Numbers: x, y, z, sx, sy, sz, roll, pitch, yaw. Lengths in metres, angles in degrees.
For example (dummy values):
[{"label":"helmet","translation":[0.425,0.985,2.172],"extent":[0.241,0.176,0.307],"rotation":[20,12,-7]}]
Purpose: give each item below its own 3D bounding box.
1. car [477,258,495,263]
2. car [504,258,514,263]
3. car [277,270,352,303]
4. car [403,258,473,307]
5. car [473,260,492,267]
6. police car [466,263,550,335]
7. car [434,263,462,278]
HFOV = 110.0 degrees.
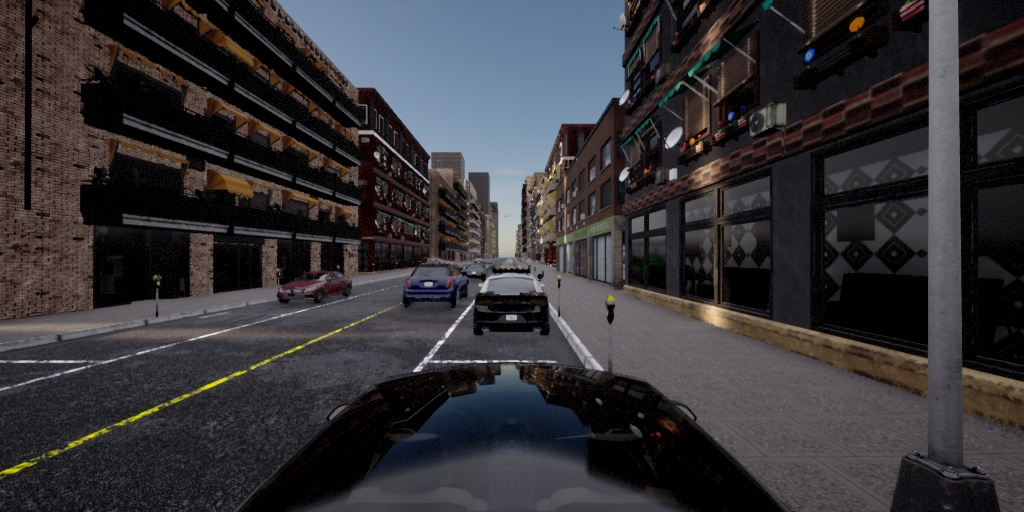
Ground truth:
[{"label":"car","translation":[-3.052,1.240,47.756],"extent":[2.128,1.511,4.902],"rotation":[0,0,0]},{"label":"car","translation":[-0.456,1.275,39.173],"extent":[1.751,1.417,4.829],"rotation":[0,0,0]},{"label":"car","translation":[-8.837,1.333,16.462],"extent":[1.802,1.307,4.207],"rotation":[0,0,0]},{"label":"car","translation":[-3.146,1.102,15.633],"extent":[2.097,1.767,4.553],"rotation":[0,0,0]},{"label":"car","translation":[-3.056,1.315,30.771],"extent":[1.994,1.385,4.181],"rotation":[0,0,0]},{"label":"police car","translation":[-0.011,1.175,10.609],"extent":[1.930,1.638,5.238],"rotation":[0,0,0]},{"label":"car","translation":[-6.239,1.350,35.589],"extent":[1.895,1.301,4.718],"rotation":[0,0,0]}]
